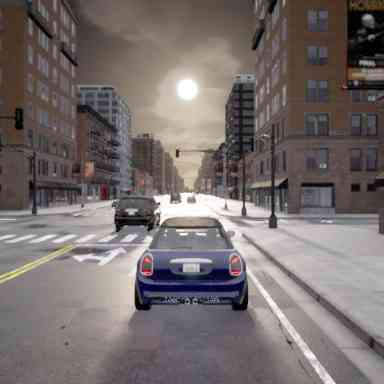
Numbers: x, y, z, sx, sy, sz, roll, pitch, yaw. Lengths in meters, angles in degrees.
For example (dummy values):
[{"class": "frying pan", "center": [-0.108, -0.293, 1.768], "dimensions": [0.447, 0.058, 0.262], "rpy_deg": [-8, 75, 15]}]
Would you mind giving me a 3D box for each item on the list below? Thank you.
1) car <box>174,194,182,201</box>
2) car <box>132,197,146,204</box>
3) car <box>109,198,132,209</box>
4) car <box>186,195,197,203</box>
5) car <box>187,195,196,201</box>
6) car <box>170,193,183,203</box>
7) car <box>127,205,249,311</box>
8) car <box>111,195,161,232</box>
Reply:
[{"class": "car", "center": [-3.383, 1.345, 79.741], "dimensions": [1.837, 1.490, 4.892], "rpy_deg": [0, 0, 0]}, {"class": "car", "center": [-9.904, 1.583, 62.908], "dimensions": [1.895, 1.301, 4.718], "rpy_deg": [0, 0, 0]}, {"class": "car", "center": [-9.924, 1.536, 46.657], "dimensions": [2.033, 1.411, 5.357], "rpy_deg": [0, 0, 0]}, {"class": "car", "center": [-0.115, 1.470, 69.327], "dimensions": [2.128, 1.511, 4.902], "rpy_deg": [0, 0, 0]}, {"class": "car", "center": [-0.133, 1.440, 79.777], "dimensions": [1.895, 1.301, 4.718], "rpy_deg": [0, 0, 0]}, {"class": "car", "center": [-3.365, 1.200, 69.352], "dimensions": [2.150, 2.045, 5.566], "rpy_deg": [0, 0, 0]}, {"class": "car", "center": [-0.005, 1.351, 7.944], "dimensions": [2.097, 1.767, 4.553], "rpy_deg": [0, 0, 0]}, {"class": "car", "center": [-3.199, 1.220, 20.344], "dimensions": [2.150, 2.045, 5.566], "rpy_deg": [0, 0, 0]}]
